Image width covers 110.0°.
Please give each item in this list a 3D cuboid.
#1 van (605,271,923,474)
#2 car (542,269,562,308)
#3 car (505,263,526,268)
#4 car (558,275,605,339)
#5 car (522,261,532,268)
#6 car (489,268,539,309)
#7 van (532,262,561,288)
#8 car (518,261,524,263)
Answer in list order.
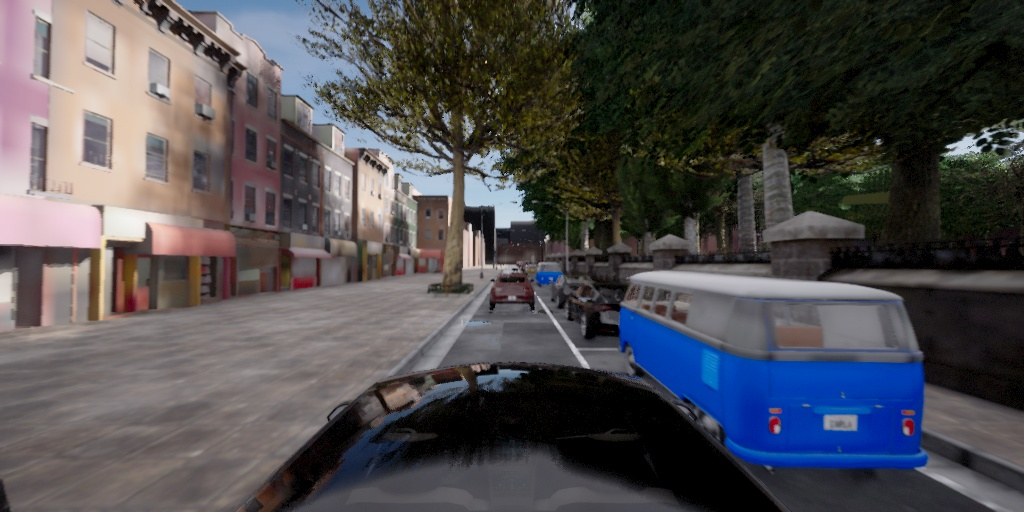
[{"bbox_3d":[2.638,1.124,4.730,1.690,1.789,3.998,0,0,0],"label":"van"},{"bbox_3d":[2.638,1.455,15.628,2.007,1.370,4.403,0,0,0],"label":"car"},{"bbox_3d":[0.025,1.608,30.754,1.812,1.442,4.674,0,0,0],"label":"car"},{"bbox_3d":[2.638,1.409,10.179,1.948,1.339,4.313,0,0,0],"label":"car"},{"bbox_3d":[2.638,1.827,48.491,1.751,1.417,4.829,0,0,0],"label":"car"},{"bbox_3d":[0.024,1.432,15.751,1.812,1.442,4.674,0,0,0],"label":"car"},{"bbox_3d":[2.638,1.373,26.526,1.690,1.789,3.998,0,0,0],"label":"van"},{"bbox_3d":[2.638,1.835,64.667,2.192,1.841,5.009,0,0,0],"label":"car"}]
